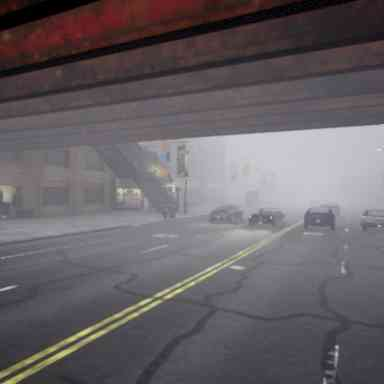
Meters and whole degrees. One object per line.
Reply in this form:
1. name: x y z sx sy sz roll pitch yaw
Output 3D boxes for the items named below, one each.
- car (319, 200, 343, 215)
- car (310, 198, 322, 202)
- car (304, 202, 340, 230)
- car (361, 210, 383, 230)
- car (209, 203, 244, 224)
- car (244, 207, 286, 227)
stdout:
1. car: 15.436 1.897 36.795 1.837 1.490 4.892 0 0 25
2. car: 23.163 1.979 62.648 2.033 1.411 5.357 0 0 16
3. car: 9.031 1.716 23.249 1.882 1.535 5.008 0 0 25
4. car: 12.756 1.876 22.939 1.895 1.301 4.718 0 0 25
5. car: 2.954 1.705 27.239 1.837 1.490 4.892 0 0 25
6. car: 5.602 1.812 24.653 1.895 1.301 4.718 0 0 25
